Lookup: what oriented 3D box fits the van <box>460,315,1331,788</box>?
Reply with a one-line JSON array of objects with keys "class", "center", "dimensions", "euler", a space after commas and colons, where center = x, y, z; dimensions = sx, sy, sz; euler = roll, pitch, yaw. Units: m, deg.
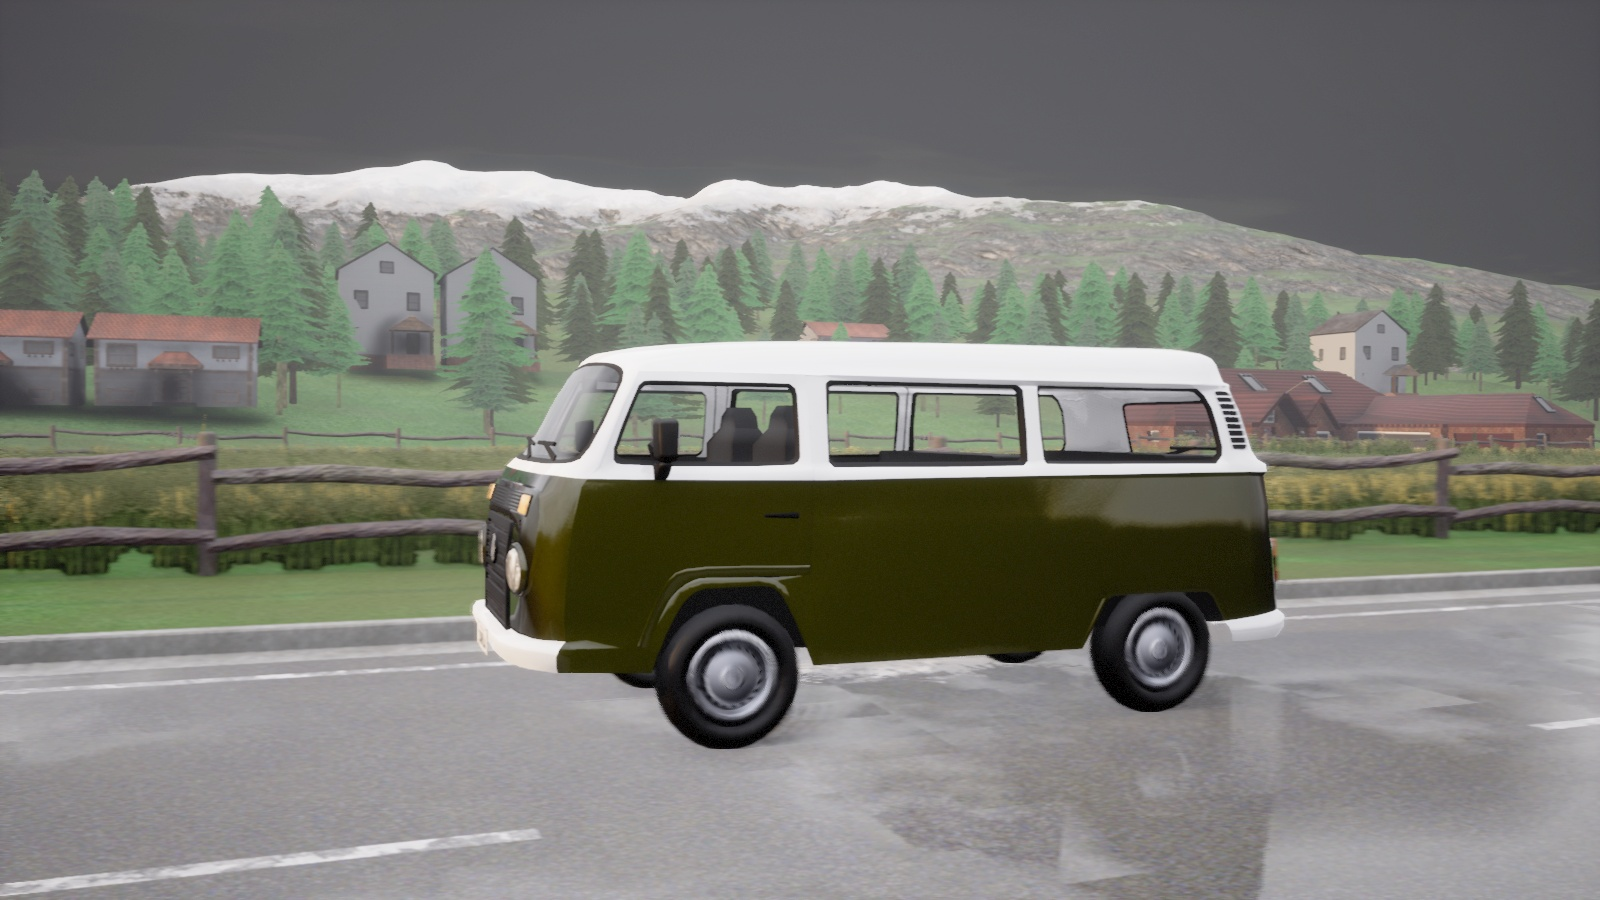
[{"class": "van", "center": [0.491, 0.388, 7.166], "dimensions": [4.480, 2.038, 2.069], "euler": [-1, 1, -21]}]
